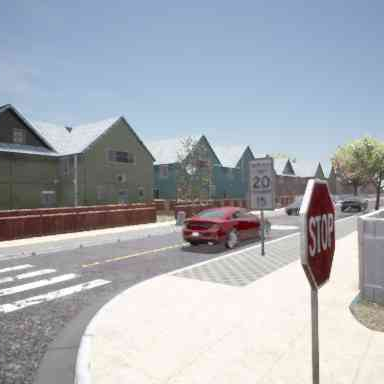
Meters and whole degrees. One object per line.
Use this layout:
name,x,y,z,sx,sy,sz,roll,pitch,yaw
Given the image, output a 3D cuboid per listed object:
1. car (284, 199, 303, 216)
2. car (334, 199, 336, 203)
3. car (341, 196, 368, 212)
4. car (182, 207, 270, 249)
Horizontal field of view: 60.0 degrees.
car,10.318,1.379,30.592,2.033,1.411,5.357,-2,-1,37
car,19.710,0.950,42.968,1.895,1.301,4.718,-2,-1,37
car,16.854,1.218,34.401,1.837,1.490,4.892,-2,-1,37
car,1.607,1.375,14.073,1.882,1.535,5.008,-2,-1,37
